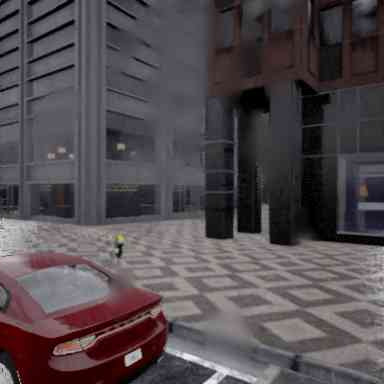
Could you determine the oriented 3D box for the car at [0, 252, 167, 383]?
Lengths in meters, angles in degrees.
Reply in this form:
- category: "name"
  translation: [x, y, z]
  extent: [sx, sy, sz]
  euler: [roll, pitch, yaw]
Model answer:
- category: "car"
  translation: [-2.413, 1.540, 4.680]
  extent: [4.507, 1.381, 1.887]
  euler: [0, 0, 35]
